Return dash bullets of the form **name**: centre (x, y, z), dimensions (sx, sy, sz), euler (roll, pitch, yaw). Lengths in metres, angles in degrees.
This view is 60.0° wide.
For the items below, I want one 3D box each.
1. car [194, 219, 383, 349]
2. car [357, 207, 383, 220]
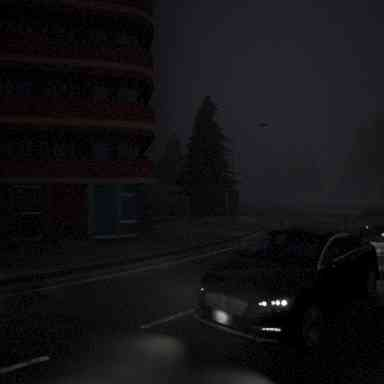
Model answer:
- **car**: centre (2.099, 1.485, 6.458), dimensions (2.128, 1.511, 4.902), euler (-1, 0, 43)
- **car**: centre (9.606, 1.487, 17.100), dimensions (2.033, 1.411, 5.357), euler (-1, 0, 25)
